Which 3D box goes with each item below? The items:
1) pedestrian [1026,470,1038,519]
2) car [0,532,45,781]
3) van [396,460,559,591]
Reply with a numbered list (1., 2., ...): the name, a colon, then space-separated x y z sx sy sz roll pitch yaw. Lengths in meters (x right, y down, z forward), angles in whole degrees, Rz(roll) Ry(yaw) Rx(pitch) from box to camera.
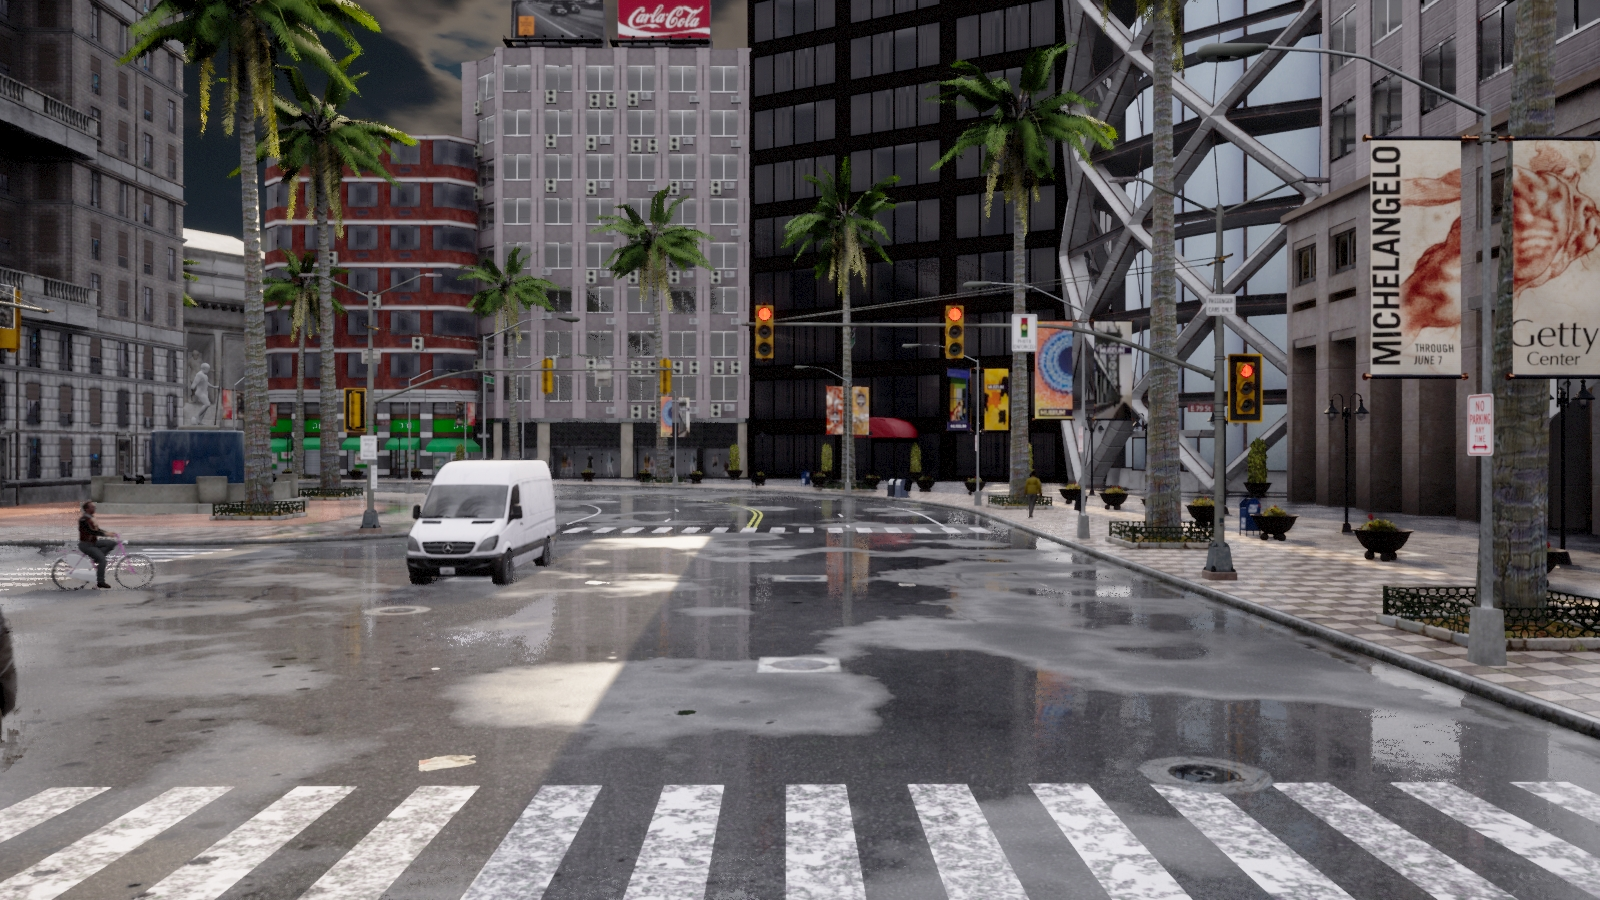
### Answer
1. pedestrian: 8.799 1.681 43.333 0.375 1.860 0.375 0 0 24
2. car: -7.400 1.776 7.592 2.150 2.045 5.566 0 0 -13
3. van: -7.015 1.525 25.618 1.988 2.561 5.915 0 0 0
